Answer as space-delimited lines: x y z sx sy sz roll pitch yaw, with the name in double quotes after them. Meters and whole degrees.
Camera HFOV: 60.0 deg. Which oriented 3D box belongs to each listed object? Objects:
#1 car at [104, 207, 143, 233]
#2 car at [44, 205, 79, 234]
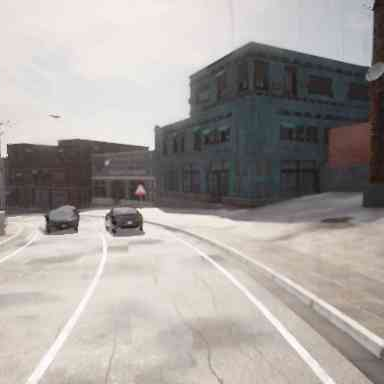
-4.534 1.704 21.729 1.882 1.535 5.008 -1 -1 -21 "car"
-8.794 1.856 22.364 1.882 1.535 5.008 -1 -1 -25 "car"
